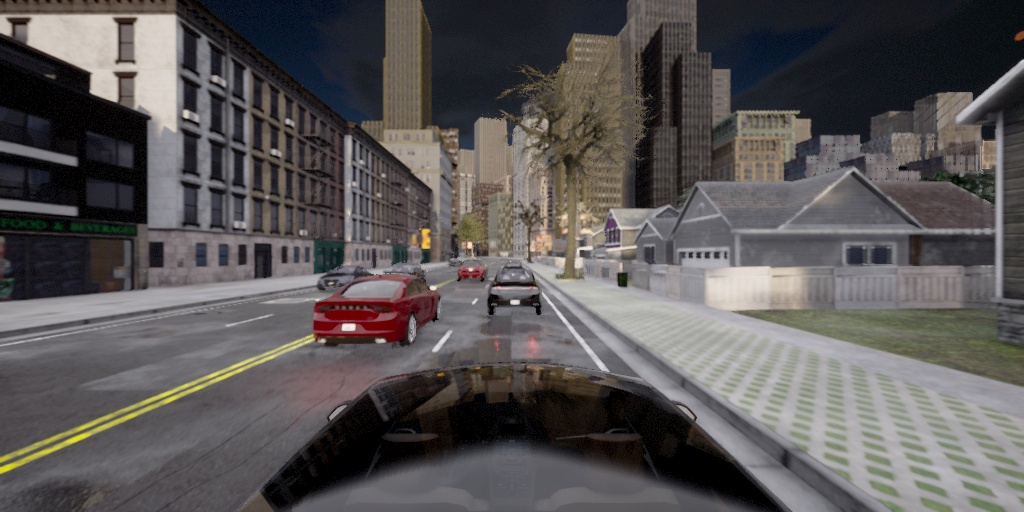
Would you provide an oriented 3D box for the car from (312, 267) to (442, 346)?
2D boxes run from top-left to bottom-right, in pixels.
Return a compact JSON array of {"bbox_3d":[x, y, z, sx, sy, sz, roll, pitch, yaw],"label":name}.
[{"bbox_3d":[-3.153,1.224,9.410,1.882,1.535,5.008,0,0,0],"label":"car"}]

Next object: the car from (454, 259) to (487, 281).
[{"bbox_3d":[-3.149,1.080,29.578,2.097,1.767,4.553,0,0,0],"label":"car"}]

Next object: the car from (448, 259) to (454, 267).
[{"bbox_3d":[-9.790,1.238,62.016,1.994,1.385,4.181,0,0,1],"label":"car"}]

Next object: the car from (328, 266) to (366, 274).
[{"bbox_3d":[-9.848,1.301,21.504,1.994,1.385,4.181,0,0,0],"label":"car"}]

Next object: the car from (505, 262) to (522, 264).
[{"bbox_3d":[0.101,1.220,29.807,2.128,1.511,4.902,0,0,0],"label":"car"}]

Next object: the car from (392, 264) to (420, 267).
[{"bbox_3d":[-6.598,1.228,21.957,2.128,1.511,4.902,0,0,0],"label":"car"}]

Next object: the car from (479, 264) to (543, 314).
[{"bbox_3d":[0.100,1.235,13.687,2.128,1.511,4.902,0,0,0],"label":"car"}]
